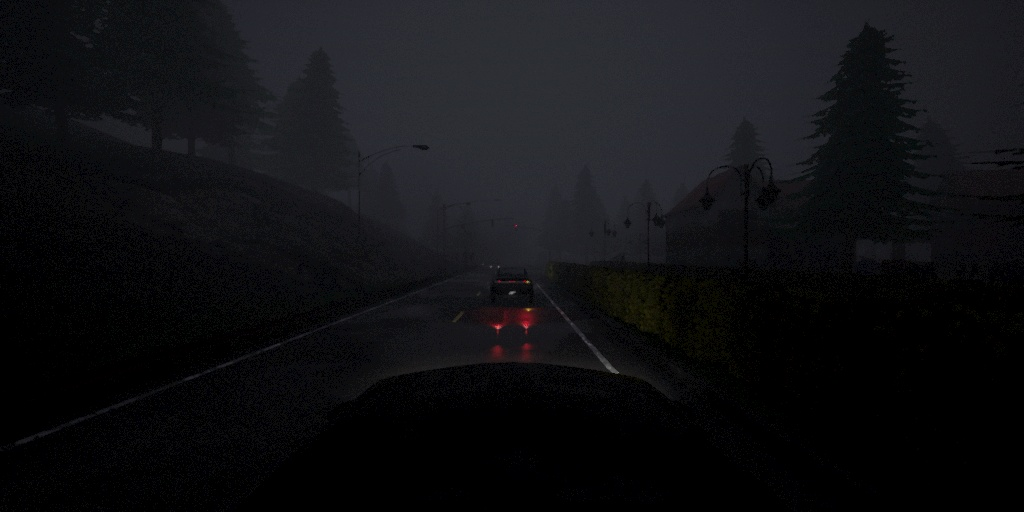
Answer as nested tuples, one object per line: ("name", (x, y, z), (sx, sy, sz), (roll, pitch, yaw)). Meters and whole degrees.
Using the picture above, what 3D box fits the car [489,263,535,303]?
("car", (0.000, 1.242, 16.500), (2.128, 1.511, 4.902), (0, 0, 0))
